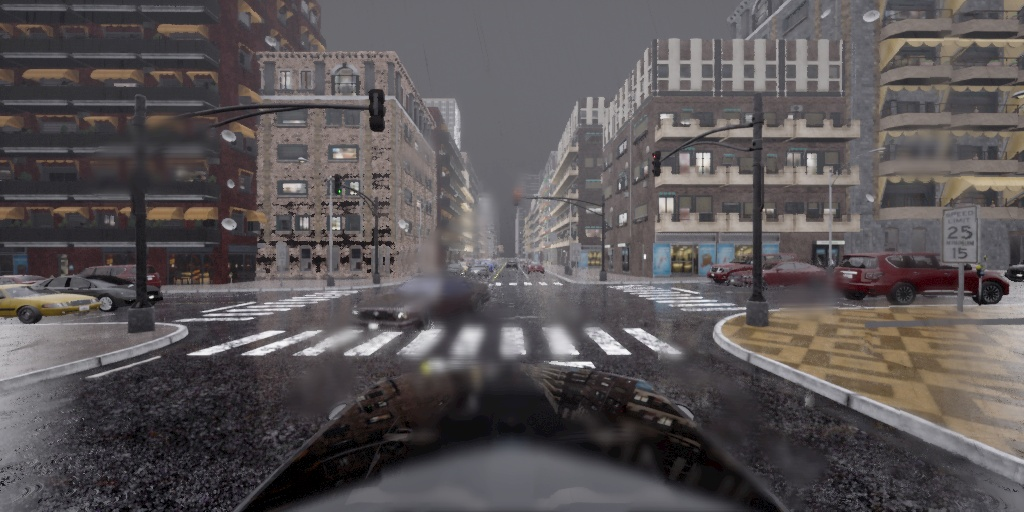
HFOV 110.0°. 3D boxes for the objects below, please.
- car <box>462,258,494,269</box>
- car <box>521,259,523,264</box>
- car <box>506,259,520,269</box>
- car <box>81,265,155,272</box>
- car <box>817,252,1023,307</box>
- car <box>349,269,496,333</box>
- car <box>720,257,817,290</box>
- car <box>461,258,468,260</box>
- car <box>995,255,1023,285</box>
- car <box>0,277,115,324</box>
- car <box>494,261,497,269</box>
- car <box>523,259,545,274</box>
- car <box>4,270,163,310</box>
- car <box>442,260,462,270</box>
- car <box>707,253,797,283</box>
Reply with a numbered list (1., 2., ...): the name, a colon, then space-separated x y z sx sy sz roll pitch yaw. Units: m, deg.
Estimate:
1. car: -3.163 1.247 33.996 2.128 1.511 4.902 0 0 0
2. car: 2.602 1.200 46.504 1.967 1.591 4.097 0 0 0
3. car: -0.010 1.271 57.787 1.837 1.490 4.892 0 0 0
4. car: -23.637 1.462 21.055 5.009 1.841 2.192 0 0 -1
5. car: 14.688 0.775 13.118 5.009 1.841 2.192 0 0 -1
6. car: -2.453 1.325 11.287 2.033 1.411 5.357 -1 0 21
7. car: 13.960 0.986 18.899 4.674 1.442 1.812 -1 0 0
8. car: -5.767 1.284 40.633 1.751 1.417 4.829 0 0 0
9. car: 29.380 0.672 19.060 4.892 1.490 1.837 -2 0 0
10. car: -17.651 1.585 12.771 4.829 1.417 1.751 0 0 -1
11. car: -3.181 1.237 43.418 1.882 1.535 5.008 0 0 0
12. car: 2.613 1.198 40.822 1.967 1.591 4.097 0 0 0
13. car: -17.895 1.560 15.355 4.892 1.490 1.837 -1 0 -1
14. car: -5.756 1.322 35.120 1.948 1.339 4.313 0 0 0
15. car: 14.537 0.759 21.497 5.009 1.841 2.192 0 0 -1
